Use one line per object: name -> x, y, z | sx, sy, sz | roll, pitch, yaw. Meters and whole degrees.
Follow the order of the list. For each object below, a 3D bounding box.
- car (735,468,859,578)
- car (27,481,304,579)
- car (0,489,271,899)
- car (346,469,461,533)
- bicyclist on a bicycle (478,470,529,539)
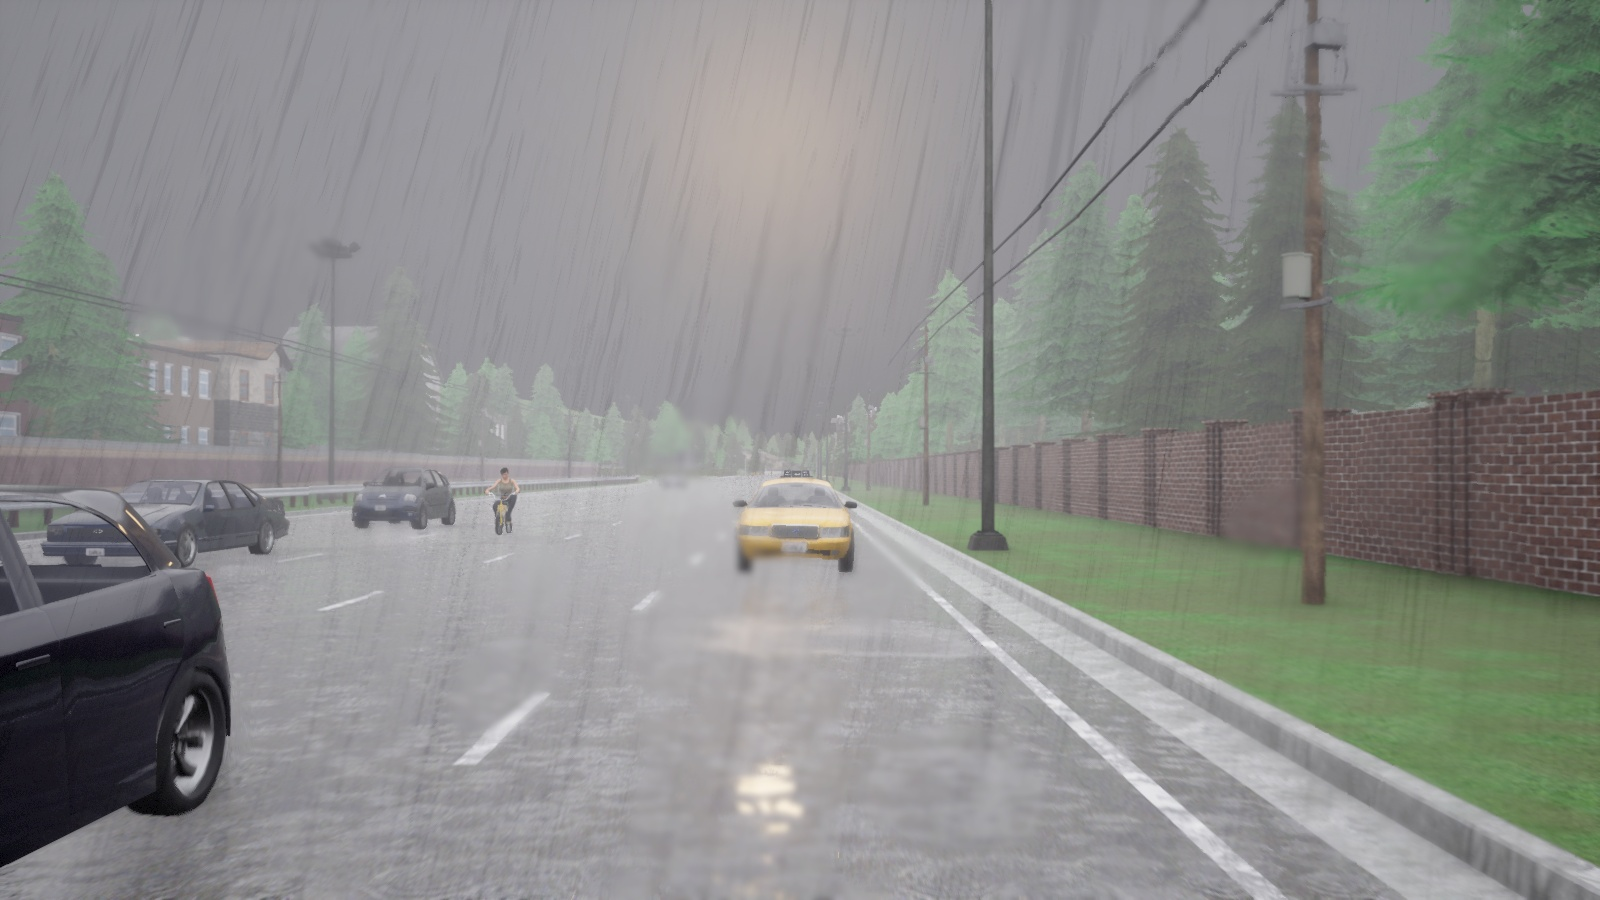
car -> -0.050, 1.104, 20.896 | 1.801, 1.575, 5.366 | 0, -1, 0
car -> -10.552, 1.264, 21.465 | 2.033, 1.411, 5.357 | 0, -1, 0
car -> -3.511, 0.915, 4.324 | 1.845, 1.501, 3.633 | 0, -1, 0
car -> -10.582, 1.321, 33.830 | 1.851, 1.617, 3.988 | 0, -1, 0
bicyclist on a bicycle -> -7.073, 1.283, 30.049 | 0.866, 1.612, 1.509 | 0, -1, 0
